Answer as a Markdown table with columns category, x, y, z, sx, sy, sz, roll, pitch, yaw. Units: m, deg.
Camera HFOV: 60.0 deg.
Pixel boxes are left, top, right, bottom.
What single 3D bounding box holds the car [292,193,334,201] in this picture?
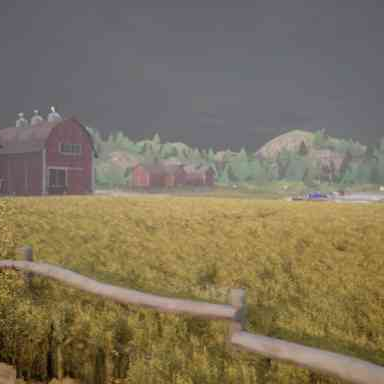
| category | x | y | z | sx | sy | sz | roll | pitch | yaw |
| --- | --- | --- | --- | --- | --- | --- | --- | --- | --- |
| car | 15.940 | 1.158 | 44.437 | 4.718 | 1.301 | 1.895 | 1 | 1 | 35 |

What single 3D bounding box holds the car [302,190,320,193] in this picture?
| category | x | y | z | sx | sy | sz | roll | pitch | yaw |
| --- | --- | --- | --- | --- | --- | --- | --- | --- | --- |
| car | 28.128 | 0.631 | 75.405 | 4.611 | 1.667 | 2.242 | 1 | 1 | 34 |
